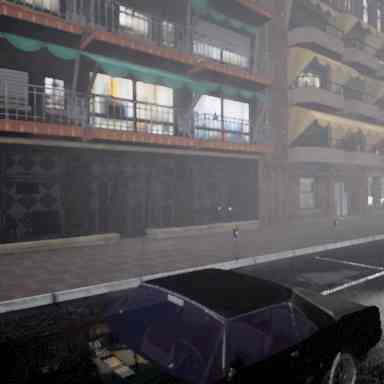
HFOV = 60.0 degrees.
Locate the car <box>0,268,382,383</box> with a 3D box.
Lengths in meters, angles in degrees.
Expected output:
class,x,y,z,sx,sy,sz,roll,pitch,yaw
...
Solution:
class,x,y,z,sx,sy,sz,roll,pitch,yaw
car,-0.053,1.599,3.308,4.718,1.301,1.895,0,0,-39
